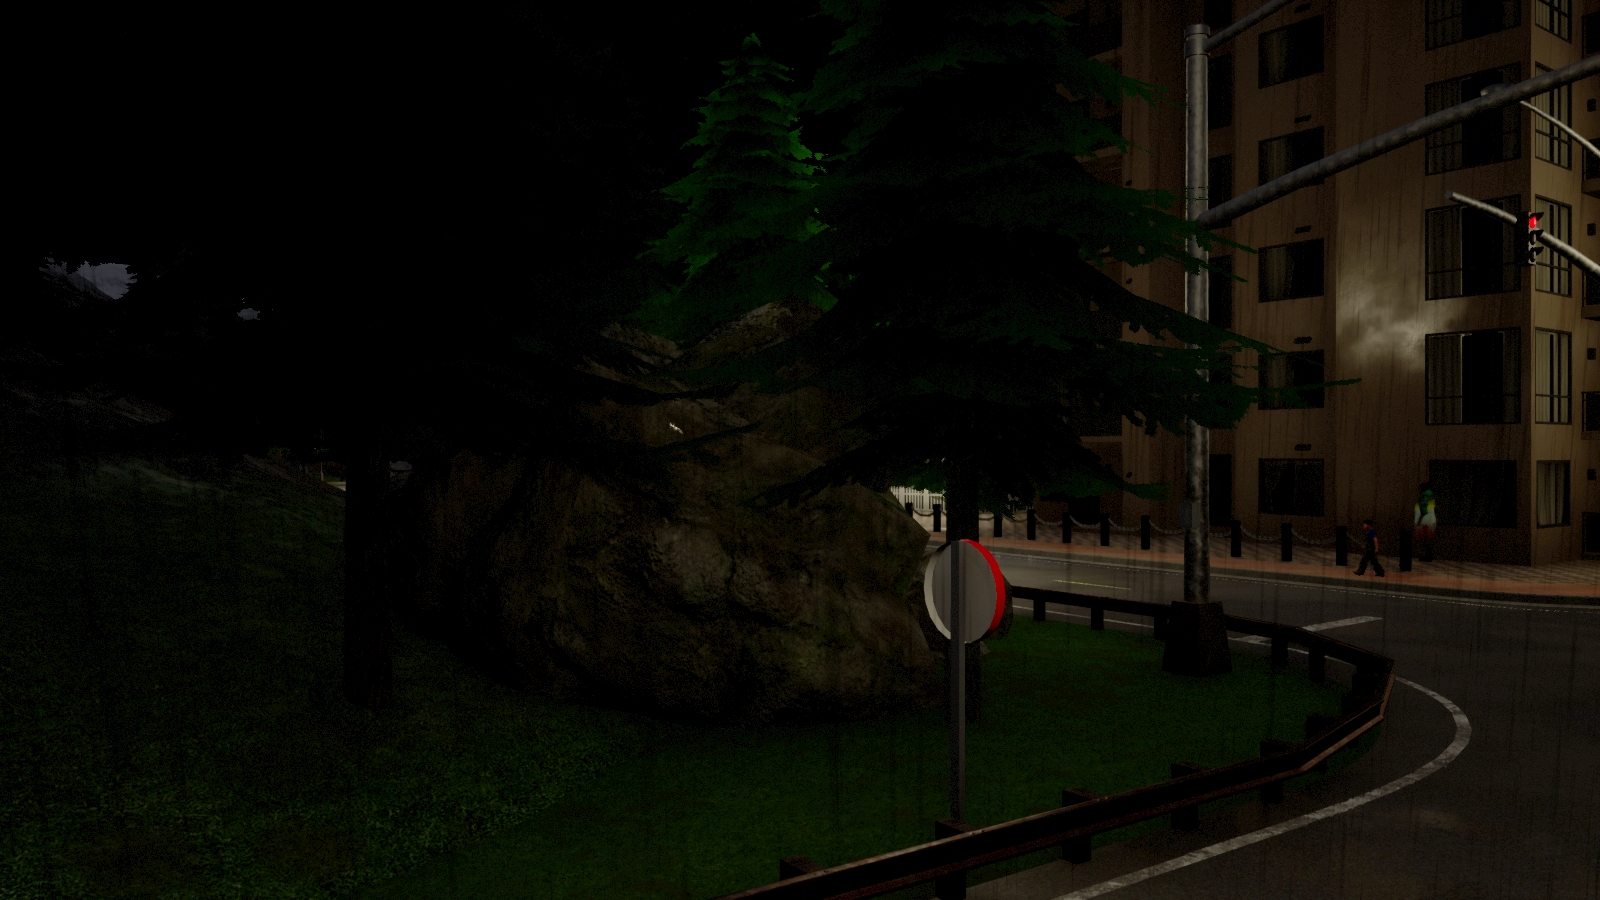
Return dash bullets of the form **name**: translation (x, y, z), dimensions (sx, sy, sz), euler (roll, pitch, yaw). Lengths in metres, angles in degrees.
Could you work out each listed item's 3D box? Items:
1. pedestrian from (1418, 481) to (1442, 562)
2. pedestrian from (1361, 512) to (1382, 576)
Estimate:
- **pedestrian**: translation (14.816, 1.677, 26.876), dimensions (0.375, 1.860, 0.375), euler (0, 0, -40)
- **pedestrian**: translation (12.000, 1.974, 23.984), dimensions (0.375, 1.300, 0.375), euler (0, 0, 24)
